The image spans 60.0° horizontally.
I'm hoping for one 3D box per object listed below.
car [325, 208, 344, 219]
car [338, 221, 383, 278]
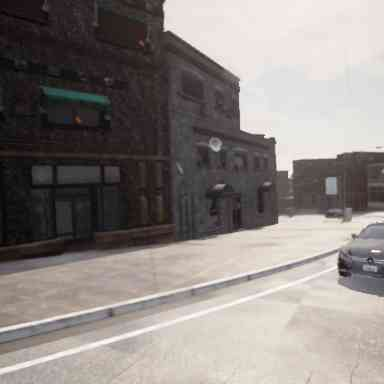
[{"bbox_3d":[21.603,3.185,49.483,1.882,1.535,5.008,-3,-4,-1],"label":"car"},{"bbox_3d":[5.881,1.618,9.777,1.812,1.442,4.674,-1,-1,42],"label":"car"}]
